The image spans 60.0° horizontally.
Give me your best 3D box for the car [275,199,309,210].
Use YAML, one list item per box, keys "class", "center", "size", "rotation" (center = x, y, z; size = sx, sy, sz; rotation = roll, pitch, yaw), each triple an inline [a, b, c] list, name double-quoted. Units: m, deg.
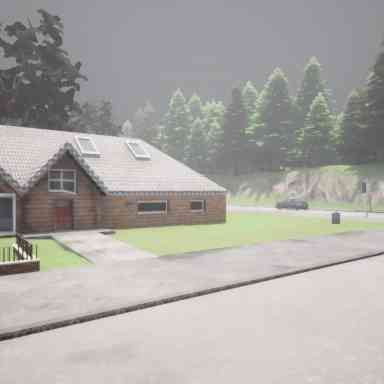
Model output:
- class: "car"
  center: [12.693, 1.564, 42.400]
  size: [1.994, 1.385, 4.181]
  rotation: [0, 0, -35]
